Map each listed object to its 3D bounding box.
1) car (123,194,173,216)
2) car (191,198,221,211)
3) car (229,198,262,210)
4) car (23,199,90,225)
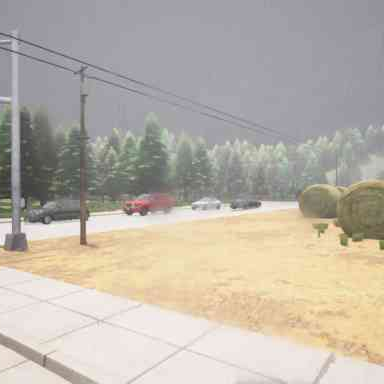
[{"bbox_3d":[-4.139,1.179,32.386,2.150,2.045,5.566,0,0,37],"label":"car"},{"bbox_3d":[1.777,1.431,40.324,1.812,1.442,4.674,0,0,37],"label":"car"},{"bbox_3d":[6.564,1.427,40.574,2.033,1.411,5.357,0,0,37],"label":"car"},{"bbox_3d":[-9.926,1.362,24.612,2.097,1.767,4.553,0,0,37],"label":"car"}]
